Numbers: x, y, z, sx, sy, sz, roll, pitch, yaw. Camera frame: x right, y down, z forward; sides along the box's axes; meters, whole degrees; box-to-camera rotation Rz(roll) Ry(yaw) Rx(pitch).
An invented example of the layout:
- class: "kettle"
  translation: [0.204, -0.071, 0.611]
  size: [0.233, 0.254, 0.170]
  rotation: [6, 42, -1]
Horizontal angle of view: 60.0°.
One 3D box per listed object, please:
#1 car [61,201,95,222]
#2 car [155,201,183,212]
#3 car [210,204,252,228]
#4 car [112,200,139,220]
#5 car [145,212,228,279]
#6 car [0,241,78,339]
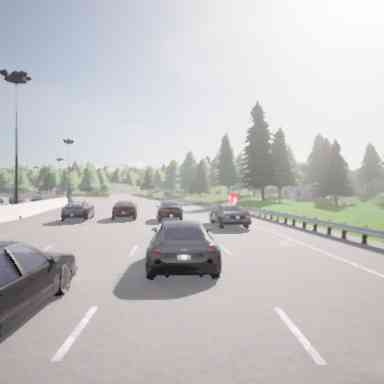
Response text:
- class: "car"
  translation: [-8.804, 1.443, 25.940]
  size: [2.128, 1.511, 4.902]
  rotation: [0, 0, -8]
- class: "car"
  translation: [-1.791, 1.442, 26.268]
  size: [1.837, 1.490, 4.892]
  rotation: [0, 0, -7]
- class: "car"
  translation: [2.337, 1.489, 21.385]
  size: [2.033, 1.411, 5.357]
  rotation: [0, 0, -6]
- class: "car"
  translation: [-5.499, 1.419, 27.590]
  size: [1.882, 1.535, 5.008]
  rotation: [0, 0, -8]
- class: "car"
  translation: [-0.297, 1.539, 10.026]
  size: [1.994, 1.385, 4.181]
  rotation: [0, 0, -3]
- class: "car"
  translation: [-3.565, 1.540, 5.495]
  size: [2.033, 1.411, 5.357]
  rotation: [0, 0, -2]
